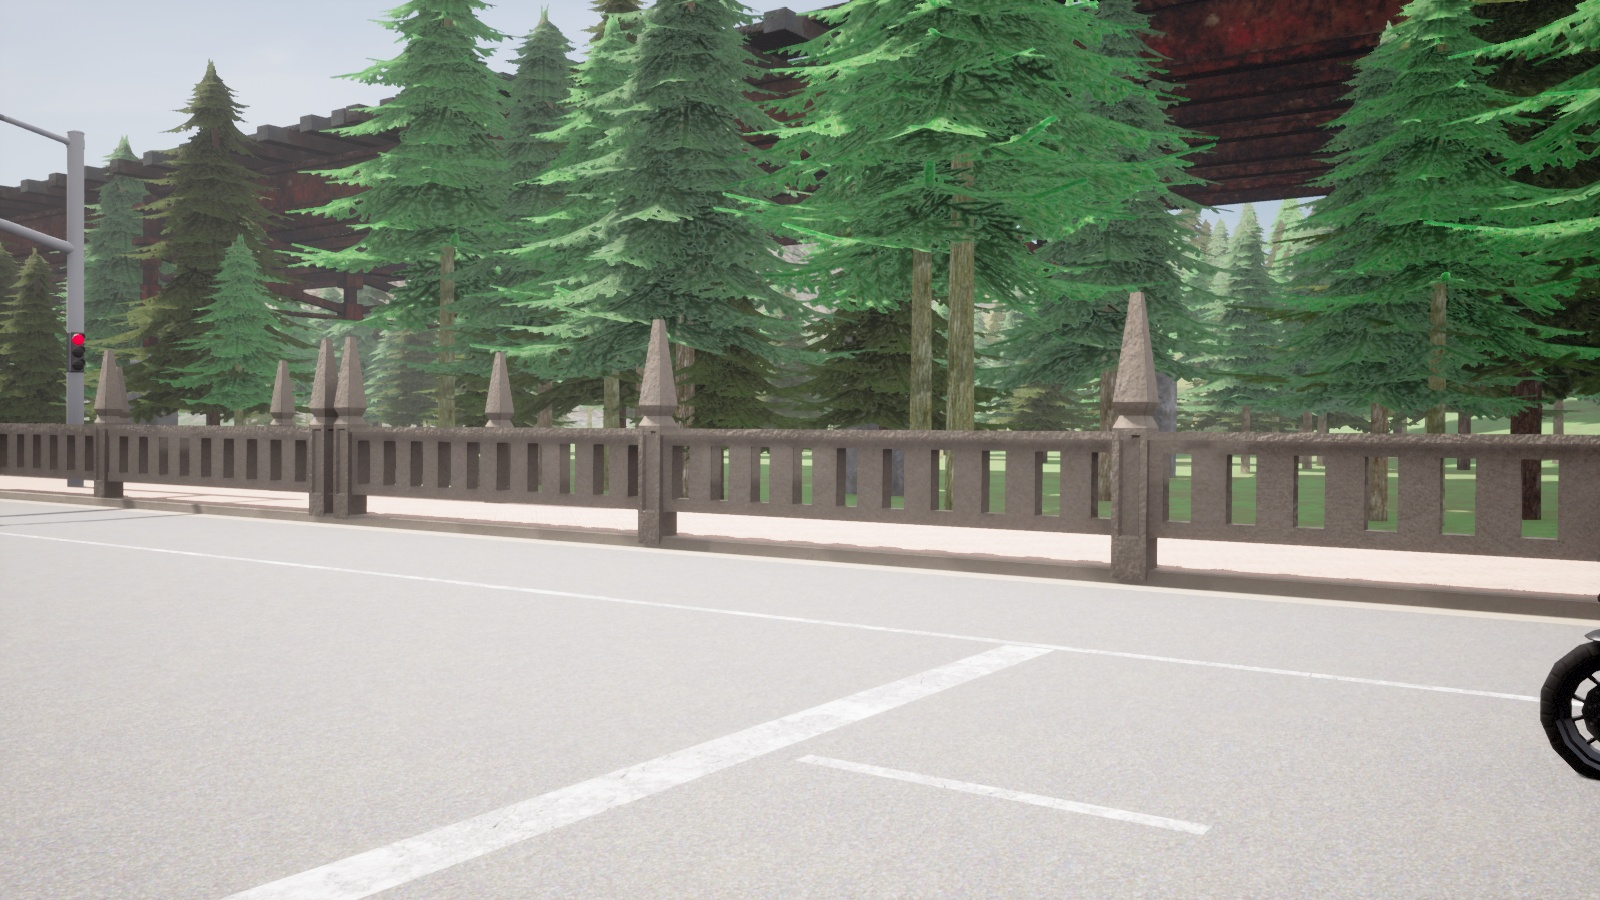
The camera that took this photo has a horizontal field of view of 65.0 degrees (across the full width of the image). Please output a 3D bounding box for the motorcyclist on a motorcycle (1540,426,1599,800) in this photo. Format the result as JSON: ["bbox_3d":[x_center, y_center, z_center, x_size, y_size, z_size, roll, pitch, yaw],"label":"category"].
[{"bbox_3d":[4.247,0.660,5.004,2.191,1.530,0.866,0,1,34],"label":"motorcyclist on a motorcycle"}]
